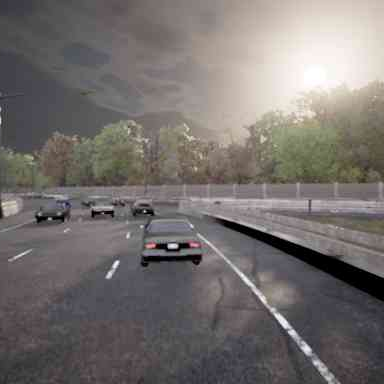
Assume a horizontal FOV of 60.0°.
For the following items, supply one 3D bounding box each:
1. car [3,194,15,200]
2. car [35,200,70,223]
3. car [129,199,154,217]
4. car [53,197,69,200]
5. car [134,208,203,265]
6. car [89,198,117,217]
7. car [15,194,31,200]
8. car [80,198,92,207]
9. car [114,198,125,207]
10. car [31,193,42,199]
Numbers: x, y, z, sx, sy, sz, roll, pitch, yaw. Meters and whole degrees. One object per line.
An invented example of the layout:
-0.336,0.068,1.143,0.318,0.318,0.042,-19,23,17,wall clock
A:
-45.935,1.198,81.197,4.674,1.442,1.812,0,0,38,car
-10.217,1.533,24.748,1.895,1.301,4.718,0,0,-14,car
-4.651,1.399,30.632,1.837,1.490,4.892,0,0,-16,car
-17.738,1.352,45.236,1.882,1.535,5.008,0,0,-25,car
-0.819,1.505,11.489,2.033,1.411,5.357,0,0,-7,car
-8.164,1.506,30.284,1.895,1.301,4.718,0,0,-16,car
-43.718,1.195,83.906,5.357,1.411,2.033,0,0,38,car
-14.538,1.460,46.713,1.895,1.301,4.718,0,0,-25,car
-11.061,1.447,47.551,1.895,1.301,4.718,0,0,-25,car
-41.037,1.008,86.309,4.553,1.767,2.097,0,0,38,car
